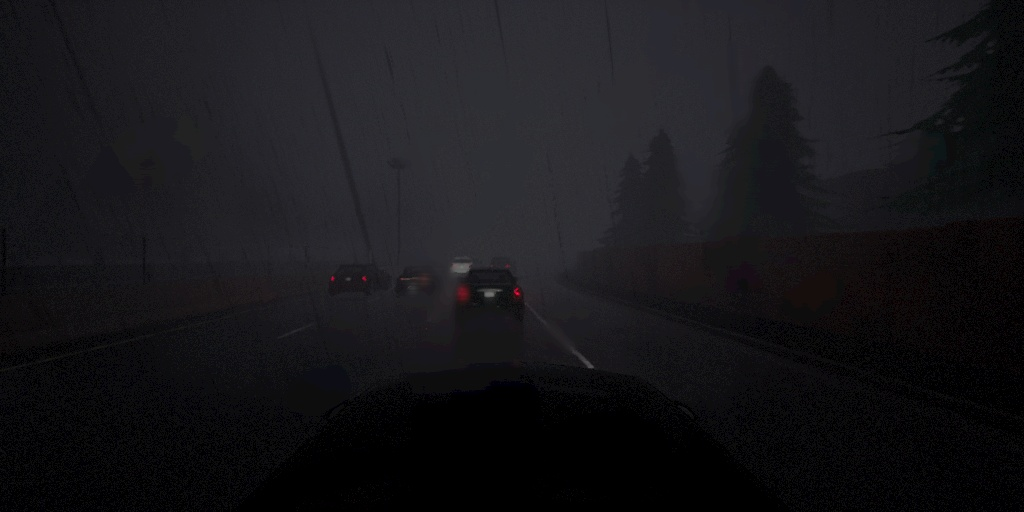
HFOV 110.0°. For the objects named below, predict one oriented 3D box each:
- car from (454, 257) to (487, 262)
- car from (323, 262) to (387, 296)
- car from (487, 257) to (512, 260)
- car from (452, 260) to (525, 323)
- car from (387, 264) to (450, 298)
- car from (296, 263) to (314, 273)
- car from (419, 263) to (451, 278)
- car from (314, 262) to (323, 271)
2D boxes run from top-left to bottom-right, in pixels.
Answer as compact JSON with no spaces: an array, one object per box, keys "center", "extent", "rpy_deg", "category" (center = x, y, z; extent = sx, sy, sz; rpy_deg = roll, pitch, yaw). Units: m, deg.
[{"center":[-4.413,1.126,36.205],"extent":[2.150,2.045,5.566],"rpy_deg":[0,0,6],"category":"car"},{"center":[-8.363,1.204,20.179],"extent":[2.097,1.767,4.553],"rpy_deg":[0,0,-3],"category":"car"},{"center":[-0.865,1.115,36.511],"extent":[2.150,2.045,5.566],"rpy_deg":[0,0,7],"category":"car"},{"center":[-0.812,1.148,12.521],"extent":[2.097,1.767,4.553],"rpy_deg":[0,0,-5],"category":"car"},{"center":[-4.829,1.329,19.296],"extent":[2.128,1.511,4.902],"rpy_deg":[0,0,-3],"category":"car"},{"center":[-21.714,1.469,39.790],"extent":[2.128,1.511,4.902],"rpy_deg":[0,0,8],"category":"car"},{"center":[-7.814,1.483,36.740],"extent":[1.994,1.385,4.181],"rpy_deg":[0,0,6],"category":"car"},{"center":[-18.410,1.509,38.663],"extent":[2.033,1.411,5.357],"rpy_deg":[0,0,7],"category":"car"}]
